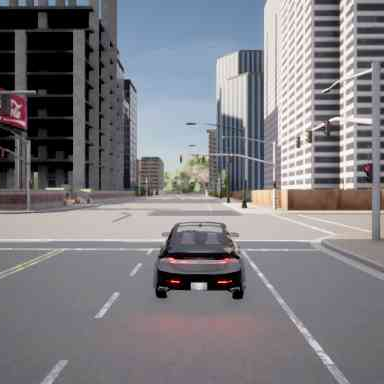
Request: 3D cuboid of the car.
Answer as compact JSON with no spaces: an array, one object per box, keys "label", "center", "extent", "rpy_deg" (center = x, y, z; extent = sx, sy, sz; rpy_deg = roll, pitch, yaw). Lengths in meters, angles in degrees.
[{"label":"car","center":[0.207,1.492,8.440],"extent":[2.128,1.511,4.902],"rpy_deg":[0,0,2]}]
